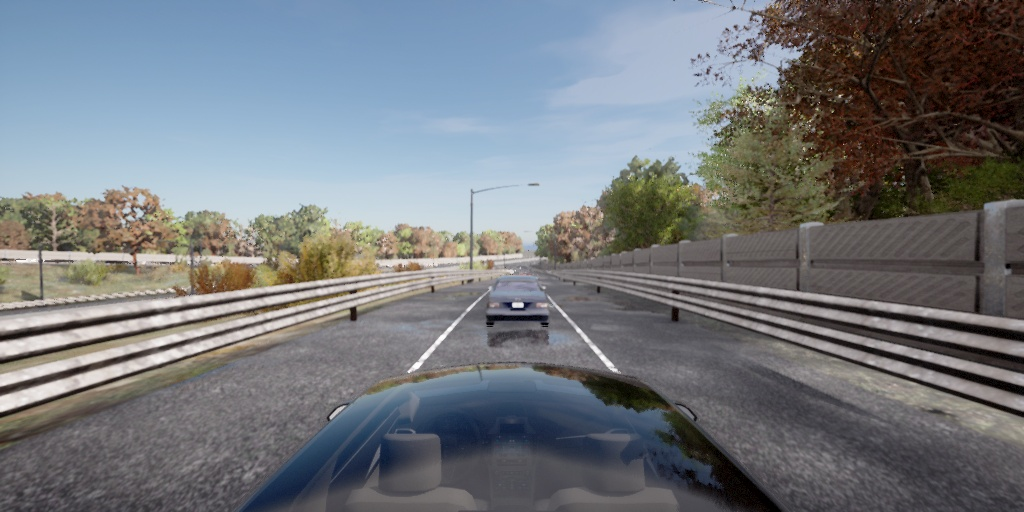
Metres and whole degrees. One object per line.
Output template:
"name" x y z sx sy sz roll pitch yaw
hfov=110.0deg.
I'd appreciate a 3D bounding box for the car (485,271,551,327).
"car" 0.173 1.327 11.625 2.033 1.411 5.357 0 -1 1
